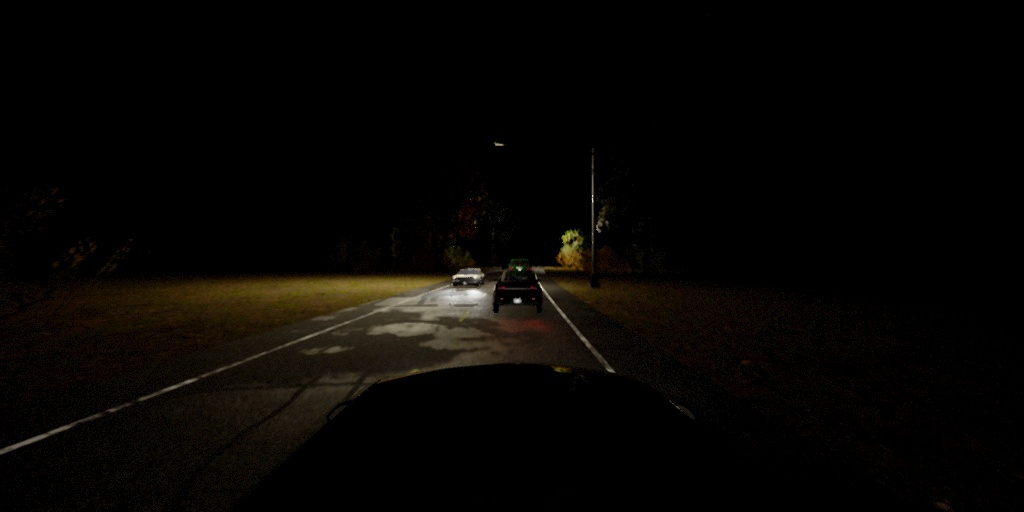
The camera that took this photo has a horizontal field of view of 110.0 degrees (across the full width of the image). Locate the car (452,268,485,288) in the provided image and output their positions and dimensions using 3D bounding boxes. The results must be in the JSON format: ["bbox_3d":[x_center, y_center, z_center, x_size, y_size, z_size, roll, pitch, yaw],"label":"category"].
[{"bbox_3d":[-3.172,1.606,26.805,1.895,1.301,4.718,0,-1,2],"label":"car"}]

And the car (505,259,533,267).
[{"bbox_3d":[0.769,1.300,33.457,2.150,2.045,5.566,0,-1,2],"label":"car"}]

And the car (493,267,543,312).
[{"bbox_3d":[0.237,1.380,14.947,2.128,1.511,4.902,0,-1,1],"label":"car"}]
